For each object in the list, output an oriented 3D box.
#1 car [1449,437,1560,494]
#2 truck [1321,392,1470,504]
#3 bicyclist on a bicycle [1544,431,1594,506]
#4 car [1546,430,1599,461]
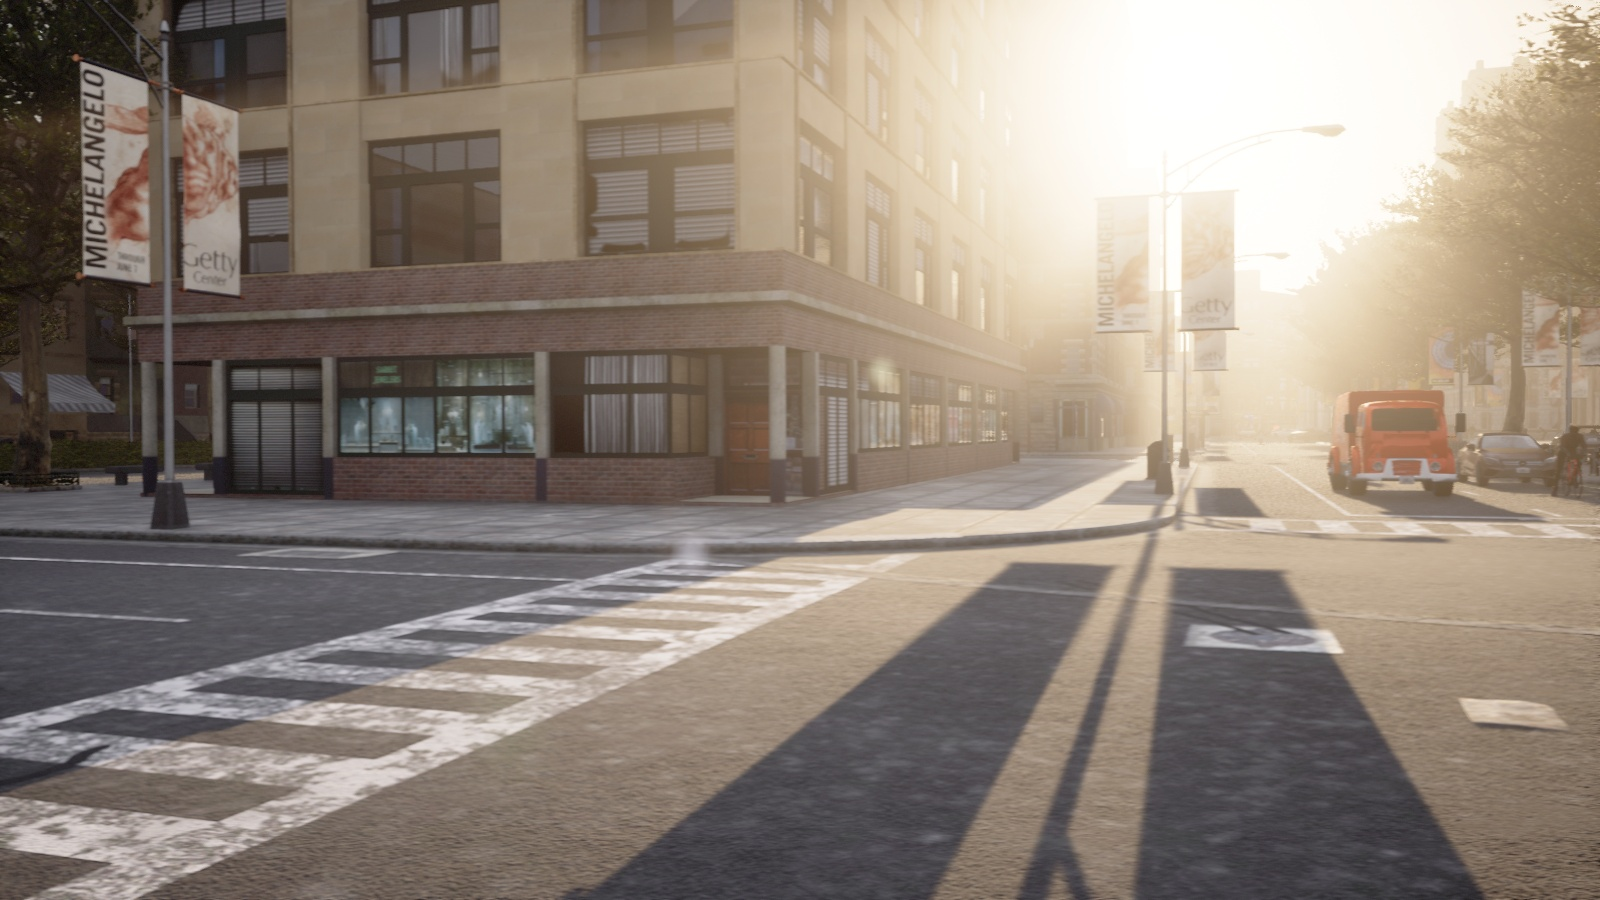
[{"bbox_3d":[19.345,0.370,34.675,1.812,1.442,4.674,1,1,18],"label":"car"},{"bbox_3d":[14.255,-0.094,30.435,2.627,2.467,5.204,1,1,18],"label":"truck"},{"bbox_3d":[17.242,0.393,28.186,0.582,1.620,1.656,1,1,18],"label":"bicyclist on a bicycle"},{"bbox_3d":[42.876,-0.274,69.050,2.242,1.667,4.611,1,1,18],"label":"car"}]
